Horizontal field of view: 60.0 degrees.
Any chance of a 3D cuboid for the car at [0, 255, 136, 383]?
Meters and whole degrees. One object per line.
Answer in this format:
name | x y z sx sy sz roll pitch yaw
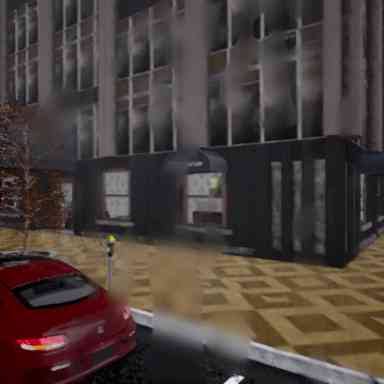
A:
car | -2.635 1.590 4.751 4.206 1.307 1.802 0 0 35
